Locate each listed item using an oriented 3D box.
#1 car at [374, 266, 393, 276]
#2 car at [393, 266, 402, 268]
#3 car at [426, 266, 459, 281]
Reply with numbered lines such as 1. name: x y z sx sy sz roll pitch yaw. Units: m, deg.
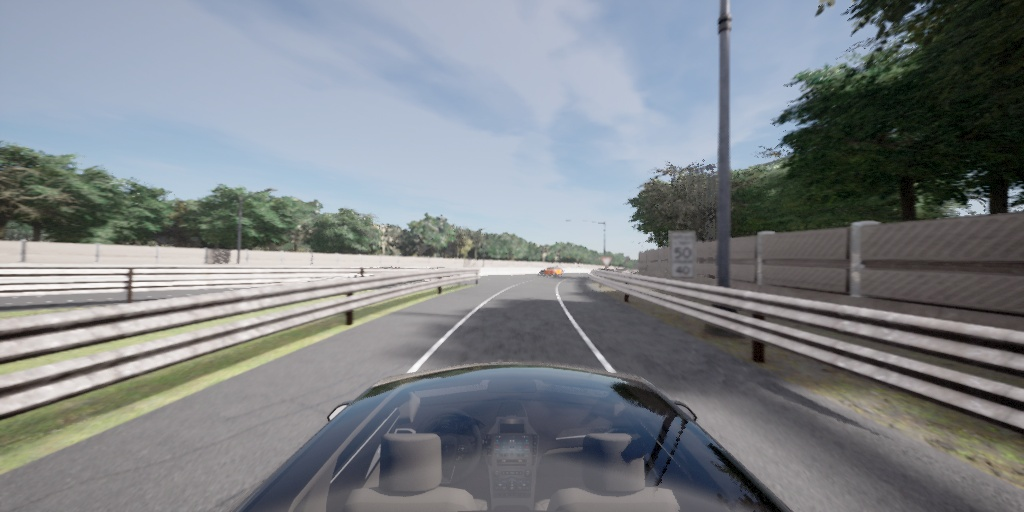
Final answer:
1. car: -13.424 1.897 40.938 1.837 1.490 4.892 0 -2 28
2. car: -10.326 1.983 39.310 1.895 1.301 4.718 0 -2 28
3. car: -7.253 1.845 37.640 1.882 1.535 5.008 0 -2 28
